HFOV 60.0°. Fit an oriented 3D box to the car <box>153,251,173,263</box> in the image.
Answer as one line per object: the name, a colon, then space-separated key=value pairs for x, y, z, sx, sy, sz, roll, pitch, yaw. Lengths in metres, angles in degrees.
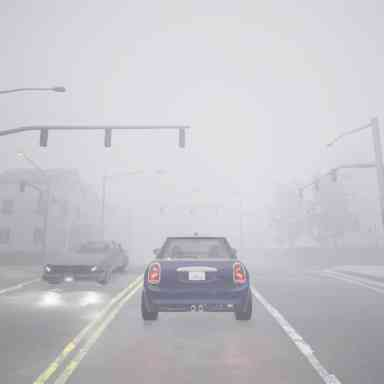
car: x=-3.683 y=8.415 z=43.076 sx=2.033 sy=1.411 sz=5.357 roll=0 pitch=-11 yaw=0

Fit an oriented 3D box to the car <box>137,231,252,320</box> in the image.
car: x=0.085 y=1.804 z=8.207 sx=2.097 sy=1.767 sz=4.553 roll=0 pitch=-7 yaw=0

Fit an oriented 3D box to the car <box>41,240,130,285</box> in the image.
car: x=-3.619 y=2.505 z=12.474 sx=2.033 sy=1.411 sz=5.357 roll=0 pitch=-7 yaw=0

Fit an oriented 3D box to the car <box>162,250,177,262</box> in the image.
car: x=-3.692 y=10.609 z=55.094 sx=2.097 sy=1.767 sz=4.553 roll=0 pitch=-12 yaw=0

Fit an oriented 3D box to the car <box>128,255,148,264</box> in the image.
car: x=-14.910 y=18.699 z=91.959 sx=4.902 sy=1.511 sz=2.128 roll=-8 pitch=-11 yaw=-2
